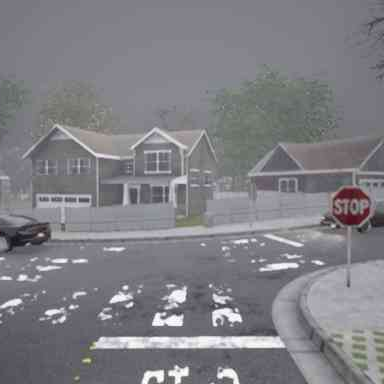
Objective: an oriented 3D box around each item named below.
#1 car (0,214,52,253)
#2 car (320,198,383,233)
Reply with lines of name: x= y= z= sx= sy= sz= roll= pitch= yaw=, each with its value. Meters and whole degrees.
car: x=-8.675 y=1.752 z=14.855 sx=5.008 sy=1.535 sz=1.882 roll=-2 pitch=0 yaw=20
car: x=8.797 y=1.035 z=16.070 sx=5.357 sy=1.411 sz=2.033 roll=-3 pitch=2 yaw=-23
